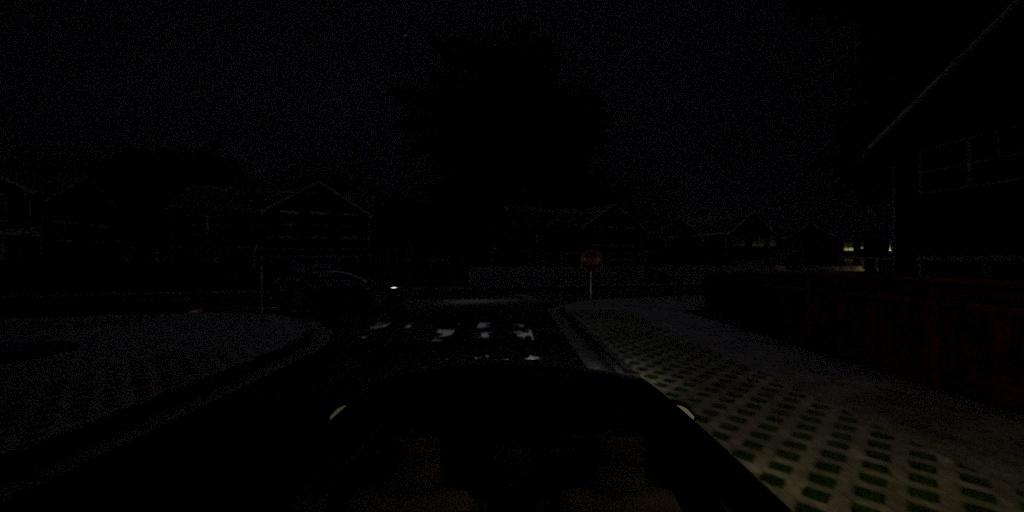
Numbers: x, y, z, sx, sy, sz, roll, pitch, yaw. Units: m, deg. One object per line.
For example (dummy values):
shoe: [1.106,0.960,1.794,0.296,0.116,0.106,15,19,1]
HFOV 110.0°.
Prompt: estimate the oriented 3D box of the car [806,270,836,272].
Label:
car: [22.189,1.710,25.497,4.674,1.442,1.812,1,-1,-20]

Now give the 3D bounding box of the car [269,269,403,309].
car: [-7.032,1.272,14.695,4.902,1.511,2.128,1,0,-20]
